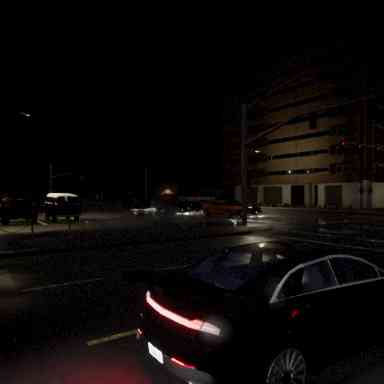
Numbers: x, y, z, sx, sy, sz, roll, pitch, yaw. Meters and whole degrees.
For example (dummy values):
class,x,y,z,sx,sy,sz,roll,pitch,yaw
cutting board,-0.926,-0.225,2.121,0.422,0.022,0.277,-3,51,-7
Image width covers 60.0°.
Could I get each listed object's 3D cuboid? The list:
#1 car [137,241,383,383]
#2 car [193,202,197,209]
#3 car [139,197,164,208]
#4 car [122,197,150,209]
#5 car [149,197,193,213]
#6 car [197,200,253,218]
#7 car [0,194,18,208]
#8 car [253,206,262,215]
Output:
class,x,y,z,sx,sy,sz,roll,pitch,yaw
car,1.620,1.491,4.895,4.902,1.511,2.128,0,0,-34
car,-0.636,1.654,42.472,1.895,1.301,4.718,0,0,-34
car,-6.199,1.558,50.652,1.837,1.490,4.892,0,0,-34
car,-8.413,1.531,47.679,1.882,1.535,5.008,0,0,-34
car,-2.565,1.601,39.085,2.033,1.411,5.357,0,0,-34
car,2.966,1.531,30.973,1.882,1.535,5.008,0,0,-34
car,-31.378,1.208,56.581,1.932,1.855,4.605,0,0,-34
car,4.763,1.601,34.550,2.033,1.411,5.357,0,0,-34
